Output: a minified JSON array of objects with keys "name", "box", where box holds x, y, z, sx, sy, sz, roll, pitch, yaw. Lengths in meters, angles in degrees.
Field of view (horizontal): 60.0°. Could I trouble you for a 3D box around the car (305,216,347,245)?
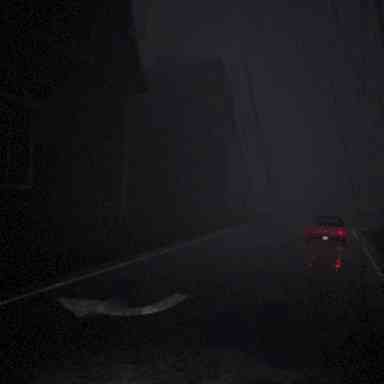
[{"name":"car","box":[7.167,1.916,17.694,1.895,1.301,4.718,3,0,23]}]
